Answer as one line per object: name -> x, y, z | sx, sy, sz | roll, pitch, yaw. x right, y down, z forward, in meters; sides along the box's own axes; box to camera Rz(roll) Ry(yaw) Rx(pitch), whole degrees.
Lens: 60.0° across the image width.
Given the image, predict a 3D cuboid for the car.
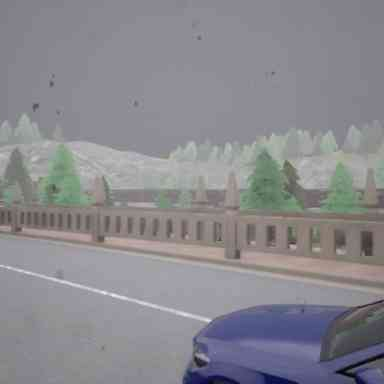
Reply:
car -> 2.098, 1.525, 2.496 | 4.674, 1.442, 1.812 | 0, 0, 36
